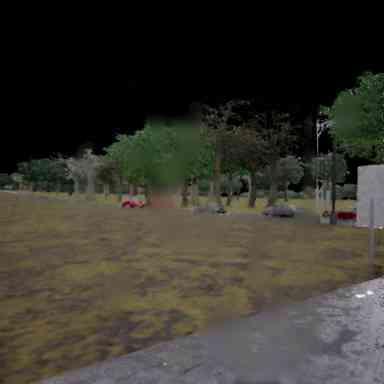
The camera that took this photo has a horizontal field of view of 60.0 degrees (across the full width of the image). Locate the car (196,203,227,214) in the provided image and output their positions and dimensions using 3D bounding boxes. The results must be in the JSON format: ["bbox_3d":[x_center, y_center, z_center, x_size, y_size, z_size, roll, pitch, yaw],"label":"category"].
[{"bbox_3d":[2.376,2.002,40.896,1.994,1.385,4.181,3,-2,-35],"label":"car"}]

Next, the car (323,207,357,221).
[{"bbox_3d":[14.454,1.999,30.550,1.895,1.301,4.718,3,-2,-36],"label":"car"}]

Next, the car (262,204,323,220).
[{"bbox_3d":[9.128,1.851,31.428,2.033,1.411,5.357,3,-2,-35],"label":"car"}]

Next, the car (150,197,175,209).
[{"bbox_3d":[-5.144,1.944,57.659,2.150,2.045,5.566,3,-2,-35],"label":"car"}]

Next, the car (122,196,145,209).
[{"bbox_3d":[-10.454,1.829,59.076,2.150,2.045,5.566,3,-2,-35],"label":"car"}]
